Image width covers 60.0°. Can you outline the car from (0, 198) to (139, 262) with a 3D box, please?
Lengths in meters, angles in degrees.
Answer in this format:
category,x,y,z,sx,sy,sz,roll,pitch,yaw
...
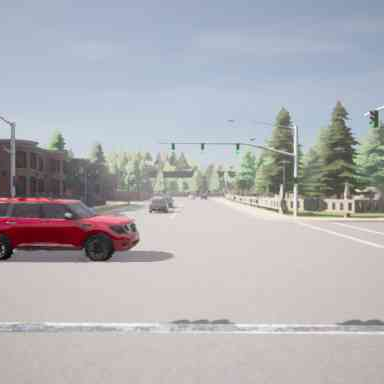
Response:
category,x,y,z,sx,sy,sz,roll,pitch,yaw
car,-4.705,1.231,11.674,5.566,2.045,2.150,0,0,2

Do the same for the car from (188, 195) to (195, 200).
category,x,y,z,sx,sy,sz,roll,pitch,yaw
car,-0.066,1.442,94.760,1.812,1.442,4.674,0,0,0

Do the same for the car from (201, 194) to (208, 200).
category,x,y,z,sx,sy,sz,roll,pitch,yaw
car,3.434,1.418,94.762,1.837,1.490,4.892,0,0,0

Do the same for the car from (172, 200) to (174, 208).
category,x,y,z,sx,sy,sz,roll,pitch,yaw
car,-3.600,1.503,47.290,1.837,1.490,4.892,0,0,0

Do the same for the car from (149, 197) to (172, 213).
category,x,y,z,sx,sy,sz,roll,pitch,yaw
car,-3.621,1.504,36.921,1.837,1.490,4.892,0,0,0
